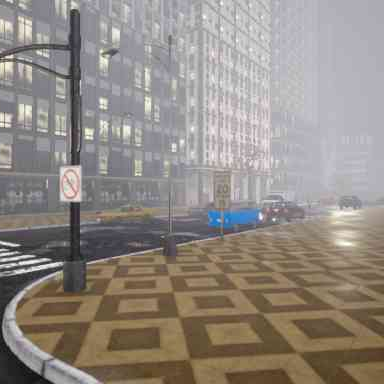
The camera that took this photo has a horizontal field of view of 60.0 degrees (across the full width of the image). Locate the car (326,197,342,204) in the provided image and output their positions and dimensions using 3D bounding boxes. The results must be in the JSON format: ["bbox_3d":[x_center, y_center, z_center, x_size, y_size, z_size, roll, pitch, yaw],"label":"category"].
[{"bbox_3d":[28.575,1.624,66.924,2.008,1.369,4.403,0,0,38],"label":"car"}]

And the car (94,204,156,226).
[{"bbox_3d":[-4.733,1.540,23.969,1.752,1.417,4.829,0,0,38],"label":"car"}]

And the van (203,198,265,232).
[{"bbox_3d":[2.652,1.368,20.247,1.690,1.788,3.998,0,0,38],"label":"van"}]

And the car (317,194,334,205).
[{"bbox_3d":[25.176,1.380,62.520,2.192,1.841,5.009,0,0,38],"label":"car"}]

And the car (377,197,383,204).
[{"bbox_3d":[38.211,1.658,66.514,1.947,1.339,4.313,0,0,38],"label":"car"}]

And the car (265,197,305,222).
[{"bbox_3d":[7.623,1.472,26.870,1.967,1.590,4.097,0,0,38],"label":"car"}]

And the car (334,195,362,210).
[{"bbox_3d":[21.218,1.368,44.490,2.192,1.841,5.009,0,0,38],"label":"car"}]

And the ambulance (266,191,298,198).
[{"bbox_3d":[10.254,1.062,38.979,2.351,2.431,6.366,0,0,38],"label":"ambulance"}]

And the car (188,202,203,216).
[{"bbox_3d":[1.384,1.604,31.685,1.802,1.307,4.206,0,0,38],"label":"car"}]
